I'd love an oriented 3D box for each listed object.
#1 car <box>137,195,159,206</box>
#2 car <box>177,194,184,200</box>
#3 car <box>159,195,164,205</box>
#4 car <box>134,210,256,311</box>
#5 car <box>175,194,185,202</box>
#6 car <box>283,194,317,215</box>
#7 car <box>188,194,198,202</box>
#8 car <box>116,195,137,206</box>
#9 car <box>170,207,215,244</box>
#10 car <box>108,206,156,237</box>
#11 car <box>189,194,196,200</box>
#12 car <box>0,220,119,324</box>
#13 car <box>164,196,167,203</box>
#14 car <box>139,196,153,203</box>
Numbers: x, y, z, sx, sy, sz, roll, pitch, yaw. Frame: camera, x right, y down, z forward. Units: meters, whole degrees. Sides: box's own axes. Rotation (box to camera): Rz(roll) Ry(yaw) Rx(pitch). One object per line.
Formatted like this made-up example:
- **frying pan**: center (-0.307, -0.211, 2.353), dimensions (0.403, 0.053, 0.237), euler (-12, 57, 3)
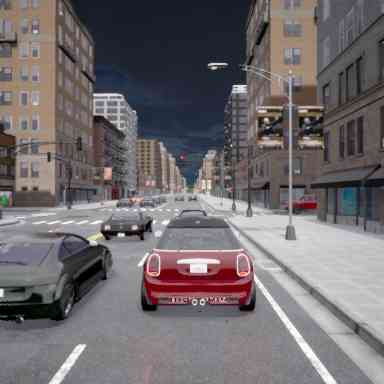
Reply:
- **car**: center (-6.456, 1.556, 49.313), dimensions (1.994, 1.385, 4.181), euler (0, 0, 0)
- **car**: center (-3.001, 1.370, 88.254), dimensions (1.812, 1.442, 4.674), euler (0, 0, 0)
- **car**: center (-6.420, 1.552, 57.873), dimensions (1.994, 1.385, 4.181), euler (0, 0, 0)
- **car**: center (0.122, 1.352, 7.921), dimensions (2.097, 1.767, 4.553), euler (0, 0, 0)
- **car**: center (-3.029, 1.530, 78.251), dimensions (1.994, 1.385, 4.181), euler (0, 0, 0)
- **car**: center (12.362, 1.256, 34.432), dimensions (5.566, 2.045, 2.150), euler (0, 0, 0)
- **car**: center (0.221, 1.333, 78.212), dimensions (2.097, 1.767, 4.553), euler (0, 0, 0)
- **car**: center (-9.713, 1.556, 48.701), dimensions (1.994, 1.385, 4.181), euler (0, 0, 0)
- **car**: center (0.057, 1.563, 16.623), dimensions (1.994, 1.385, 4.181), euler (0, 0, 1)
- **car**: center (-3.104, 1.600, 16.860), dimensions (1.895, 1.301, 4.718), euler (0, 0, 0)
- **car**: center (0.250, 1.370, 88.245), dimensions (1.812, 1.442, 4.674), euler (0, 0, 0)
- **car**: center (-3.129, 1.564, 7.267), dimensions (1.994, 1.385, 4.181), euler (0, 0, 0)
- **car**: center (-6.305, 1.489, 69.245), dimensions (1.837, 1.490, 4.892), euler (0, 0, 0)
- **car**: center (-9.554, 1.523, 69.312), dimensions (2.033, 1.411, 5.357), euler (0, 0, 0)
